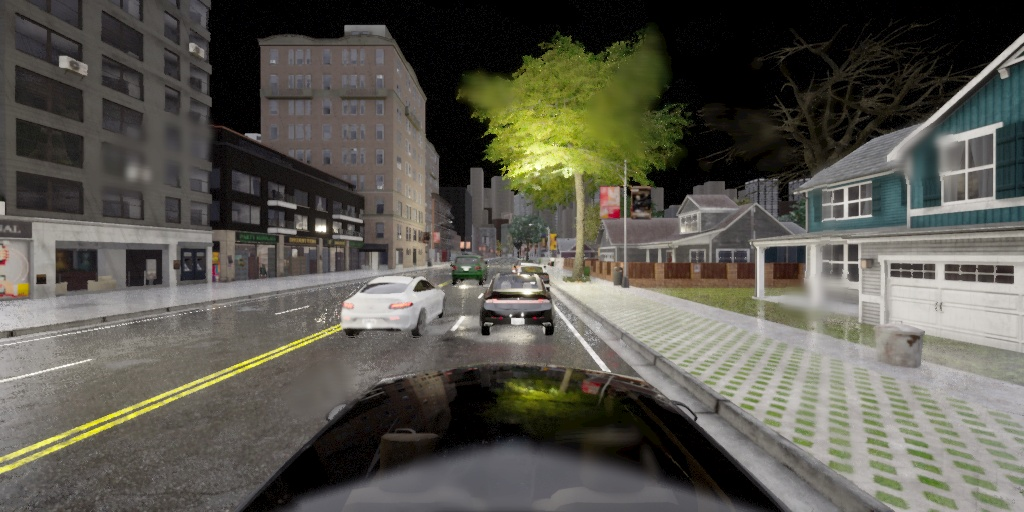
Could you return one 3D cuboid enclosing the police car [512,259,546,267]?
[{"bbox_3d":[1.058,1.166,20.663,1.930,1.638,5.238,0,0,0],"label":"police car"}]

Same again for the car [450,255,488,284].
[{"bbox_3d":[-3.041,0.961,26.551,2.150,2.045,5.566,0,1,0],"label":"car"}]

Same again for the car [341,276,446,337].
[{"bbox_3d":[-3.113,1.274,10.159,1.812,1.442,4.674,0,0,0],"label":"car"}]

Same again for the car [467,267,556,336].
[{"bbox_3d":[0.137,1.239,10.414,2.128,1.511,4.902,0,0,0],"label":"car"}]
